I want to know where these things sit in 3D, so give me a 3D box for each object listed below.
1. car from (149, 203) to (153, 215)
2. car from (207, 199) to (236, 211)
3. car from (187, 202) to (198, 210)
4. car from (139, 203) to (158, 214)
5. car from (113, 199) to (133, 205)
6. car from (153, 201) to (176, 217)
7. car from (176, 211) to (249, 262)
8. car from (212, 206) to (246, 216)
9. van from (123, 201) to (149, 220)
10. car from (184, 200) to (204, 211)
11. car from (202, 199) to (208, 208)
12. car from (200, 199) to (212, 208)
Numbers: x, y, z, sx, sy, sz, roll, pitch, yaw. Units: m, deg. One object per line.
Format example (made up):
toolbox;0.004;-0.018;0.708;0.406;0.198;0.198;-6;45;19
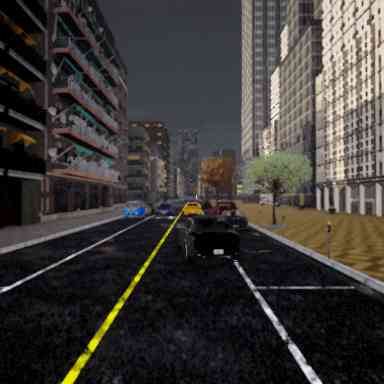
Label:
car;-5.698;2.046;38.534;1.752;1.417;4.829;0;-1;0
car;2.686;1.687;27.664;2.192;1.841;5.009;0;-1;0
car;0.086;2.371;56.141;1.895;1.301;4.718;0;-1;0
car;-5.699;2.167;44.225;1.947;1.339;4.313;0;-1;0
car;-16.444;2.446;79.296;4.403;1.369;2.008;1;-2;-1
car;-3.100;2.049;38.741;1.812;1.442;4.674;0;-1;0
car;0.537;1.677;12.852;1.837;1.490;4.892;0;-1;-7
car;2.688;1.848;22.137;2.008;1.369;4.403;0;-1;0
van;-5.696;1.788;33.183;1.690;1.788;3.998;0;-1;0
car;0.090;1.994;38.240;1.882;1.535;5.008;0;-1;0
car;2.678;2.403;60.794;1.947;1.339;4.313;0;-1;0
car;2.677;2.232;66.320;2.192;1.841;5.009;0;-1;0
